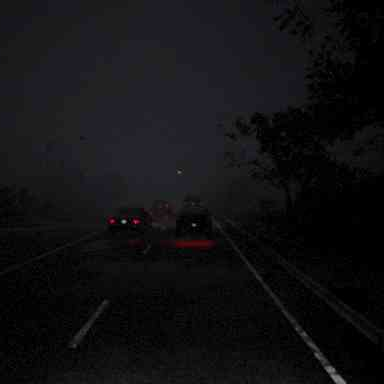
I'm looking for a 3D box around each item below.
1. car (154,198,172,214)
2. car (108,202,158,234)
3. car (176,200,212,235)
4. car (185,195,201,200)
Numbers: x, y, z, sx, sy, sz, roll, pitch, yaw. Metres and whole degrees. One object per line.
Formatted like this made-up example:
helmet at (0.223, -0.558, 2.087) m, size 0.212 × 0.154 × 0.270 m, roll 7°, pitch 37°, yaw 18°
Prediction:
car at (-3.414, 1.552, 37.263) m, size 2.097 × 1.767 × 4.553 m, roll 0°, pitch -2°, yaw -1°
car at (-3.400, 1.539, 19.121) m, size 2.033 × 1.411 × 5.357 m, roll 0°, pitch 0°, yaw 0°
car at (0.100, 1.469, 18.886) m, size 1.882 × 1.535 × 5.008 m, roll 0°, pitch 0°, yaw 0°
car at (0.106, 1.410, 36.880) m, size 2.150 × 2.045 × 5.566 m, roll 0°, pitch -2°, yaw 0°
